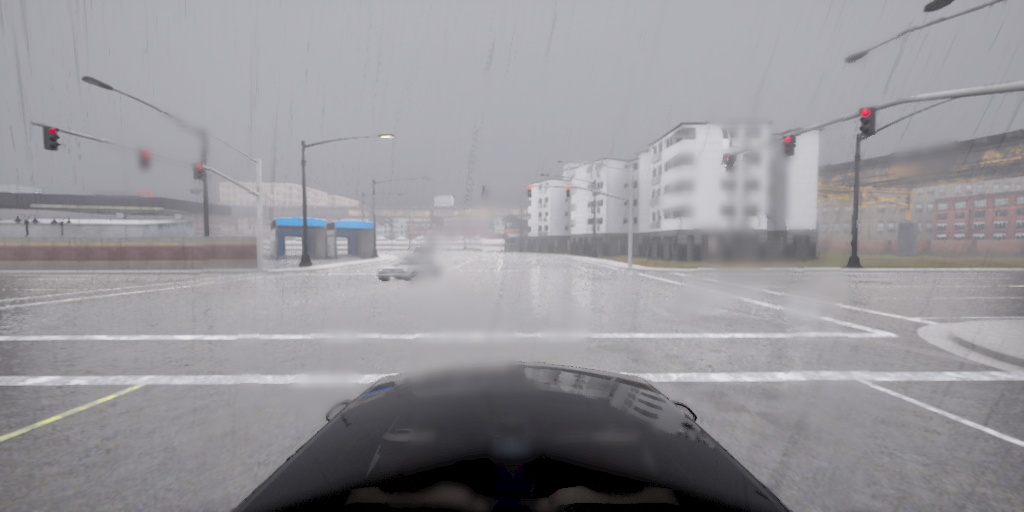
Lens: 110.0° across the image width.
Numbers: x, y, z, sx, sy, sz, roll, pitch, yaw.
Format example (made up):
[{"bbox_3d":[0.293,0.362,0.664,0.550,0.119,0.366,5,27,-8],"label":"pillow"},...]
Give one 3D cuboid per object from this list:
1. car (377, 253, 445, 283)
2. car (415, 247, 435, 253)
[{"bbox_3d":[-5.573,0.734,20.294,1.895,1.301,4.718,1,2,13],"label":"car"},{"bbox_3d":[-14.582,-0.878,59.976,1.994,1.385,4.181,-2,3,-42],"label":"car"}]
